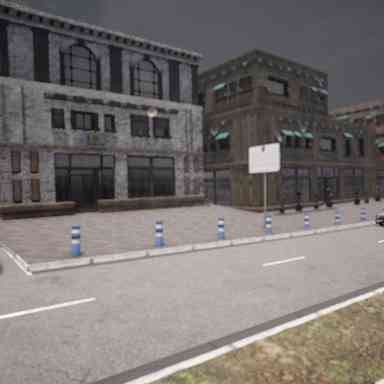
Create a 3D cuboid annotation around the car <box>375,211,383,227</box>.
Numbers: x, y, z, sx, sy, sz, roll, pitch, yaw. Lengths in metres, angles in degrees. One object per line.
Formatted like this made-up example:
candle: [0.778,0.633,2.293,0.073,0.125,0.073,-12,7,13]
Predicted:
car: [13.236,1.337,20.309,5.357,1.411,2.033,-1,1,-37]
